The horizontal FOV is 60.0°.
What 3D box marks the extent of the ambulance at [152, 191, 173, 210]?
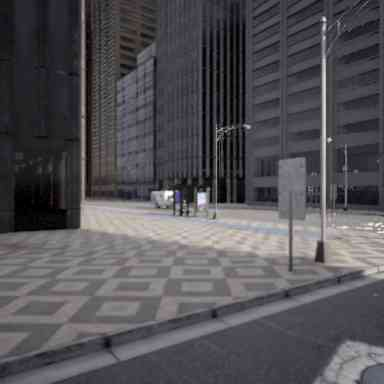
[{"bbox_3d":[-3.268,1.102,46.366,2.351,2.431,6.366,0,0,-35],"label":"ambulance"}]
